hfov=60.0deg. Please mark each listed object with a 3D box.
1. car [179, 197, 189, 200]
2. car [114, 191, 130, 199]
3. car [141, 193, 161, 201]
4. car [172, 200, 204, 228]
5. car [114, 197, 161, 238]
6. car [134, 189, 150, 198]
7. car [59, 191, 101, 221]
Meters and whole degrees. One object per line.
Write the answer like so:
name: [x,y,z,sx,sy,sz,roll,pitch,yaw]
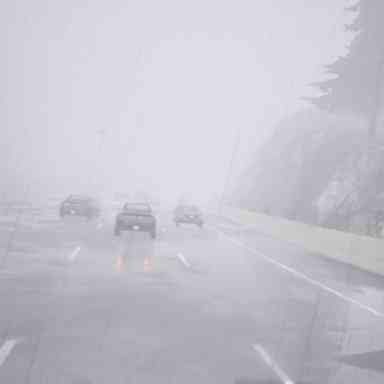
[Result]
car: [-1.347,1.606,57.977,1.837,1.490,4.892,5,-1,4]
car: [-11.884,0.593,56.879,1.882,1.535,5.008,5,-1,3]
car: [-5.394,1.279,46.149,1.895,1.301,4.718,5,0,0]
car: [-0.339,1.606,23.448,2.033,1.411,5.357,5,0,-7]
car: [-2.795,1.295,16.760,2.128,1.511,4.902,5,0,-9]
car: [-8.422,0.660,57.738,2.150,2.045,5.566,5,-1,5]
car: [-7.018,0.917,21.262,2.128,1.511,4.902,5,0,-7]
